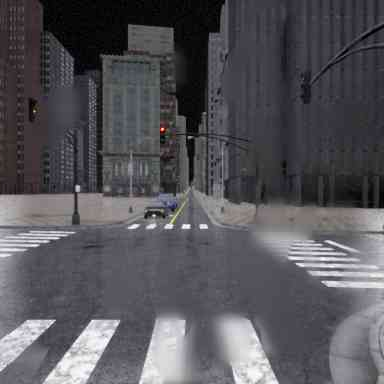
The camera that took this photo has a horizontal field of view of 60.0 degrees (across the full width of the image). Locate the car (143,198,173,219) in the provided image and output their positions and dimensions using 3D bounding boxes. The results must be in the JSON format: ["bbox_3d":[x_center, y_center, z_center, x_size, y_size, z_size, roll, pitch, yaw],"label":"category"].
[{"bbox_3d":[-3.107,1.546,29.850,2.033,1.411,5.357,0,0,0],"label":"car"}]

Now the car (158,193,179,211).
[{"bbox_3d":[-3.107,1.219,40.102,2.150,2.045,5.566,0,0,0],"label":"car"}]

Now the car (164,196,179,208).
[{"bbox_3d":[-3.100,1.475,50.548,1.882,1.535,5.008,0,0,0],"label":"car"}]
